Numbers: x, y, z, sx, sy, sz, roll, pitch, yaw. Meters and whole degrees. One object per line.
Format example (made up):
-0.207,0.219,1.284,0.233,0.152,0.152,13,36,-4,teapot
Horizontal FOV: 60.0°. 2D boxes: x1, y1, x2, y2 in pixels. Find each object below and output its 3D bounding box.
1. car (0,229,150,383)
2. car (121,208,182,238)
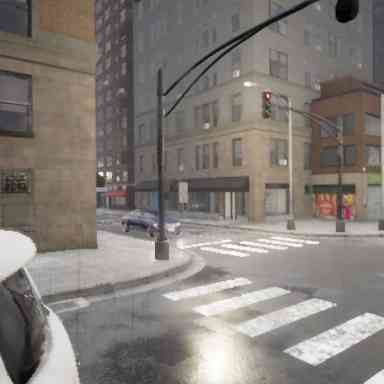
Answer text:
-3.066,1.223,0.689,5.566,2.045,2.150,0,0,-34,car
-2.458,1.683,18.976,1.812,1.442,4.674,-1,0,-37,car
